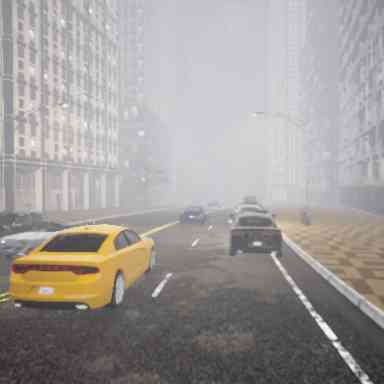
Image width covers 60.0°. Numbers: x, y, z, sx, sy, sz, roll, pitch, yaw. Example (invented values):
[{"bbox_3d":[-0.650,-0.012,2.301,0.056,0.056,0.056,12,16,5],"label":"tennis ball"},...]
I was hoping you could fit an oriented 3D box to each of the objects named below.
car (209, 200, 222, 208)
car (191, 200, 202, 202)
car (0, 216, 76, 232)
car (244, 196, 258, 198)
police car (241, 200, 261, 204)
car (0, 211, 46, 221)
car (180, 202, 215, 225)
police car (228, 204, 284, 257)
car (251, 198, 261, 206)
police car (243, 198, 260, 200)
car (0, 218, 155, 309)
[{"bbox_3d":[3.796,1.974,55.547,1.994,1.385,4.181,0,0,14],"label":"car"},{"bbox_3d":[0.678,2.018,56.387,1.895,1.301,4.718,0,0,14],"label":"car"},{"bbox_3d":[-5.174,1.719,12.890,1.895,1.301,4.718,0,0,7],"label":"car"},{"bbox_3d":[8.415,1.574,47.072,2.150,2.045,5.566,0,0,14],"label":"car"},{"bbox_3d":[3.976,1.603,23.222,1.930,1.638,5.238,0,0,10],"label":"police car"},{"bbox_3d":[-8.147,1.647,15.097,1.837,1.490,4.892,0,0,8],"label":"car"},{"bbox_3d":[0.340,1.768,25.879,1.994,1.385,4.181,0,0,10],"label":"car"},{"bbox_3d":[2.495,1.529,13.582,1.930,1.638,5.238,0,0,7],"label":"police car"},{"bbox_3d":[12.579,1.993,65.104,1.812,1.442,4.674,0,0,10],"label":"car"},{"bbox_3d":[5.059,1.647,28.973,1.930,1.638,5.238,0,0,11],"label":"police car"},{"bbox_3d":[-2.235,1.551,8.137,1.882,1.535,5.008,0,0,6],"label":"car"}]
